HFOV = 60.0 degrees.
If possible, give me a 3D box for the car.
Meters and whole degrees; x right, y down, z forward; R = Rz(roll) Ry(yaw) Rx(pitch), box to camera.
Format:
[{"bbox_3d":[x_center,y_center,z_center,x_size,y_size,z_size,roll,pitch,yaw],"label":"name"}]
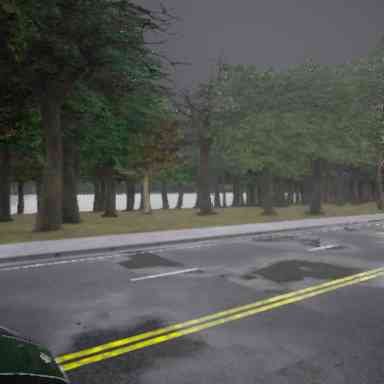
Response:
[{"bbox_3d":[-2.817,1.356,1.432,4.553,1.767,2.097,0,0,-35],"label":"car"}]
